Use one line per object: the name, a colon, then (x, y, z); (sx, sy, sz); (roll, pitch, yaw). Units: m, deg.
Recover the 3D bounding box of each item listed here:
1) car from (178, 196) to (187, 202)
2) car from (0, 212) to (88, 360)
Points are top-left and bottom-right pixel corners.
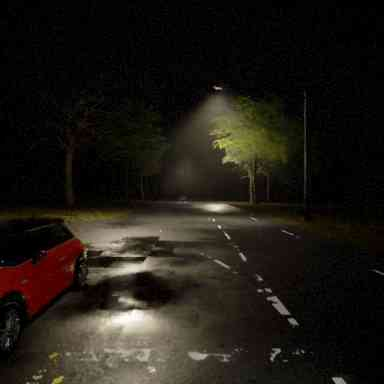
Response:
car: (-2.411, 1.754, 85.275); (1.882, 1.535, 5.008); (0, 0, 6)
car: (-3.497, 1.350, 5.914); (2.097, 1.767, 4.553); (0, 1, 0)
